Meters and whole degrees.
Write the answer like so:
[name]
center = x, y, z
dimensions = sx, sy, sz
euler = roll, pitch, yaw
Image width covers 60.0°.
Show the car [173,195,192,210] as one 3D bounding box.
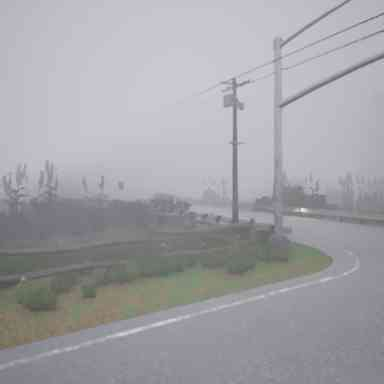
[car]
center = -1.924, 0.916, 29.580
dimensions = 1.895, 1.301, 4.718
euler = 0, 1, -32
